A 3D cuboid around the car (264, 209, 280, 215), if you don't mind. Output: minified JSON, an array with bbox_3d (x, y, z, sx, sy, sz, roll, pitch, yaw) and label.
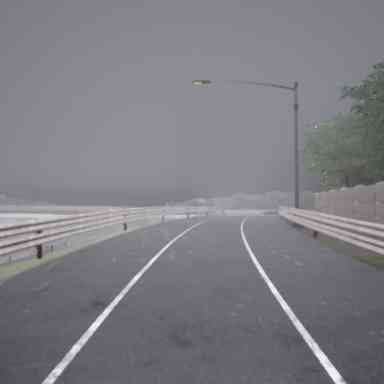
[{"bbox_3d":[20.822,5.100,84.290,1.895,1.301,4.718,-3,-5,41],"label":"car"}]

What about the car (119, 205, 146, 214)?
[{"bbox_3d":[-11.445,3.365,63.964,4.553,1.767,2.097,2,-4,-28],"label":"car"}]

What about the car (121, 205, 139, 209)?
[{"bbox_3d":[-10.001,3.282,59.982,5.357,1.411,2.033,3,-4,-31],"label":"car"}]
